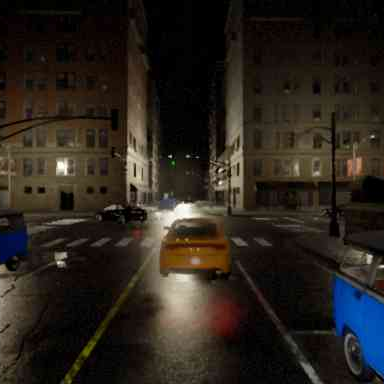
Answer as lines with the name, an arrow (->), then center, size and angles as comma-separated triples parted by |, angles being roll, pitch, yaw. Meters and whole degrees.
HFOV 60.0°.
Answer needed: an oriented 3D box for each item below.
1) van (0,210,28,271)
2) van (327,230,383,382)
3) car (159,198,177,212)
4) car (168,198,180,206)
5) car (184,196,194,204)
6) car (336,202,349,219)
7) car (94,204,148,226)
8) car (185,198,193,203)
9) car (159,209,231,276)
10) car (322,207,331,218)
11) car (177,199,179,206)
van -> -5.861, 1.390, 8.556 | 1.690, 1.788, 3.998 | 0, 0, 0
van -> 2.670, 1.359, 2.914 | 1.690, 1.788, 3.998 | 0, 0, 0
car -> -3.302, 1.727, 43.847 | 1.882, 1.535, 5.008 | 0, 0, -1
car -> -3.504, 1.918, 64.618 | 2.033, 1.411, 5.357 | 0, 0, -1
car -> -0.642, 1.787, 74.371 | 2.097, 1.767, 4.553 | 0, 0, -1
car -> 15.254, 1.369, 27.629 | 5.566, 2.045, 2.150 | 0, -1, -1
car -> -5.400, 1.628, 24.955 | 4.902, 1.511, 2.128 | -1, -1, 41
car -> -0.780, 2.090, 84.149 | 1.895, 1.301, 4.718 | 0, 0, -1
car -> 0.086, 1.539, 10.561 | 1.882, 1.535, 5.008 | 0, 0, 0
car -> 14.623, 1.684, 30.868 | 4.892, 1.490, 1.837 | 0, -1, -1
car -> -3.430, 1.786, 54.030 | 1.882, 1.535, 5.008 | 0, 0, 0
